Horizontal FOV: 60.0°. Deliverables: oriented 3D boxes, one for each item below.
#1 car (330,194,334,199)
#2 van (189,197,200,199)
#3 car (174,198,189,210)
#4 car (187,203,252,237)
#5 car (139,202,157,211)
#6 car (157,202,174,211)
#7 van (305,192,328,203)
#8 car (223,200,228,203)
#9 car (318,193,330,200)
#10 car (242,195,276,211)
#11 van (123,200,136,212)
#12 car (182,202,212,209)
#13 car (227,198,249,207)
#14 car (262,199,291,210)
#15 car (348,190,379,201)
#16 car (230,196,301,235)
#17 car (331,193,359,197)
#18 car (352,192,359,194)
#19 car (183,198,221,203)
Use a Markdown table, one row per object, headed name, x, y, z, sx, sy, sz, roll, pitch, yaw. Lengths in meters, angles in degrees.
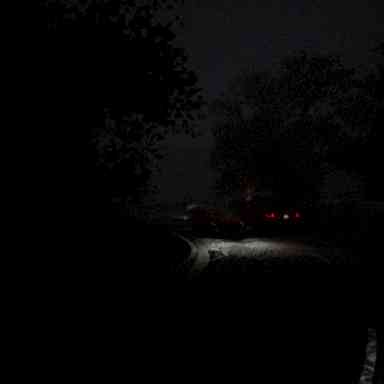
| name | x | y | z | sx | sy | sz | roll | pitch | yaw |
| --- | --- | --- | --- | --- | --- | --- | --- | --- | --- |
| car | 20.226 | 1.481 | 50.846 | 2.163 | 1.488 | 4.792 | -2 | 0 | -16 |
| van | 0.264 | 1.950 | 58.860 | 1.878 | 1.987 | 4.442 | -2 | 0 | -16 |
| car | -2.394 | 2.301 | 58.000 | 2.163 | 1.488 | 4.792 | -2 | 0 | -16 |
| car | 1.305 | 1.559 | 18.464 | 1.882 | 1.535 | 5.008 | 2 | -2 | -13 |
| car | -7.773 | 2.464 | 56.425 | 2.097 | 1.535 | 5.008 | -2 | 0 | -16 |
| car | -5.087 | 2.398 | 57.224 | 2.163 | 1.488 | 4.792 | -2 | 0 | -16 |
| van | 24.557 | 1.123 | 65.616 | 1.878 | 1.987 | 4.442 | -2 | 0 | -16 |
| car | 6.947 | 1.659 | 47.083 | 2.435 | 2.045 | 5.566 | -2 | 0 | -16 |
| car | 17.527 | 1.290 | 50.131 | 2.435 | 2.045 | 5.566 | -2 | 0 | -16 |
| car | 9.503 | 1.567 | 47.820 | 2.435 | 2.045 | 5.566 | -2 | 0 | -16 |
| van | -10.504 | 2.337 | 55.757 | 1.878 | 1.987 | 4.442 | -2 | 0 | -16 |
| car | 0.938 | 2.079 | 32.999 | 2.128 | 1.511 | 4.902 | 1 | -2 | -15 |
| car | 8.377 | 1.886 | 61.078 | 2.097 | 1.535 | 5.008 | -2 | 0 | -16 |
| car | 12.313 | 1.760 | 48.598 | 2.002 | 1.452 | 4.674 | -2 | 0 | -16 |
| car | 35.303 | 0.751 | 68.795 | 2.435 | 2.045 | 5.566 | -2 | 0 | -16 |
| car | 4.343 | 1.422 | 19.962 | 2.150 | 2.045 | 5.566 | 1 | -1 | -12 |
| car | 22.885 | 1.395 | 51.672 | 2.163 | 1.488 | 4.792 | -2 | 0 | -16 |
| car | 25.565 | 1.278 | 52.420 | 2.097 | 1.535 | 5.008 | -2 | 0 | -16 |
| car | 1.479 | 2.162 | 50.662 | 4.674 | 1.442 | 1.812 | -2 | 0 | -16 |
